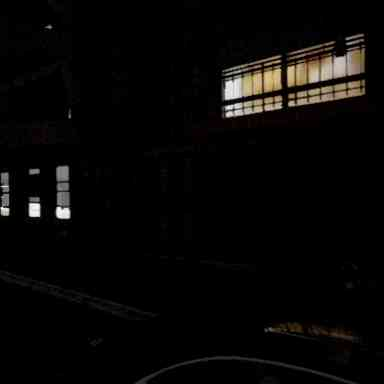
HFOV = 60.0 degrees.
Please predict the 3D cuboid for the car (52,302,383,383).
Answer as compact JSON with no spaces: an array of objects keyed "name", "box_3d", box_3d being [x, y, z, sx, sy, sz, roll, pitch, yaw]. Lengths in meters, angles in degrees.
[{"name":"car","box_3d":[0.755,1.551,2.350,4.403,1.369,2.008,0,-1,36]}]
